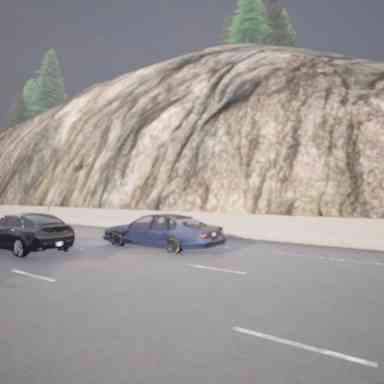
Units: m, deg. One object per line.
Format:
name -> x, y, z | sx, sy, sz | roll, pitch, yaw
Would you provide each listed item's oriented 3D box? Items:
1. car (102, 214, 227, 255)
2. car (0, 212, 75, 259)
car -> -1.248, 1.591, 13.484 | 5.357, 1.411, 2.033 | 0, 0, 36
car -> -6.587, 1.569, 12.994 | 4.892, 1.490, 1.837 | 0, 0, 36
